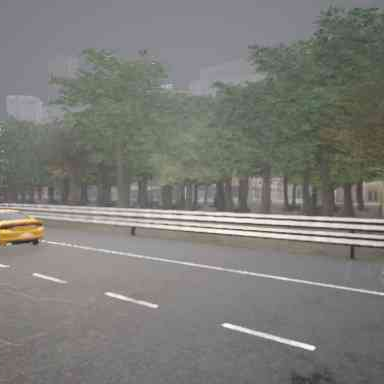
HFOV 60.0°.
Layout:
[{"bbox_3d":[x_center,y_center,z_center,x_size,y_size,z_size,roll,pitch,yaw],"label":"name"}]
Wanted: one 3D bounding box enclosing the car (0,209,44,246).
[{"bbox_3d":[-8.310,1.480,14.115,5.008,1.535,1.882,0,0,36],"label":"car"}]
